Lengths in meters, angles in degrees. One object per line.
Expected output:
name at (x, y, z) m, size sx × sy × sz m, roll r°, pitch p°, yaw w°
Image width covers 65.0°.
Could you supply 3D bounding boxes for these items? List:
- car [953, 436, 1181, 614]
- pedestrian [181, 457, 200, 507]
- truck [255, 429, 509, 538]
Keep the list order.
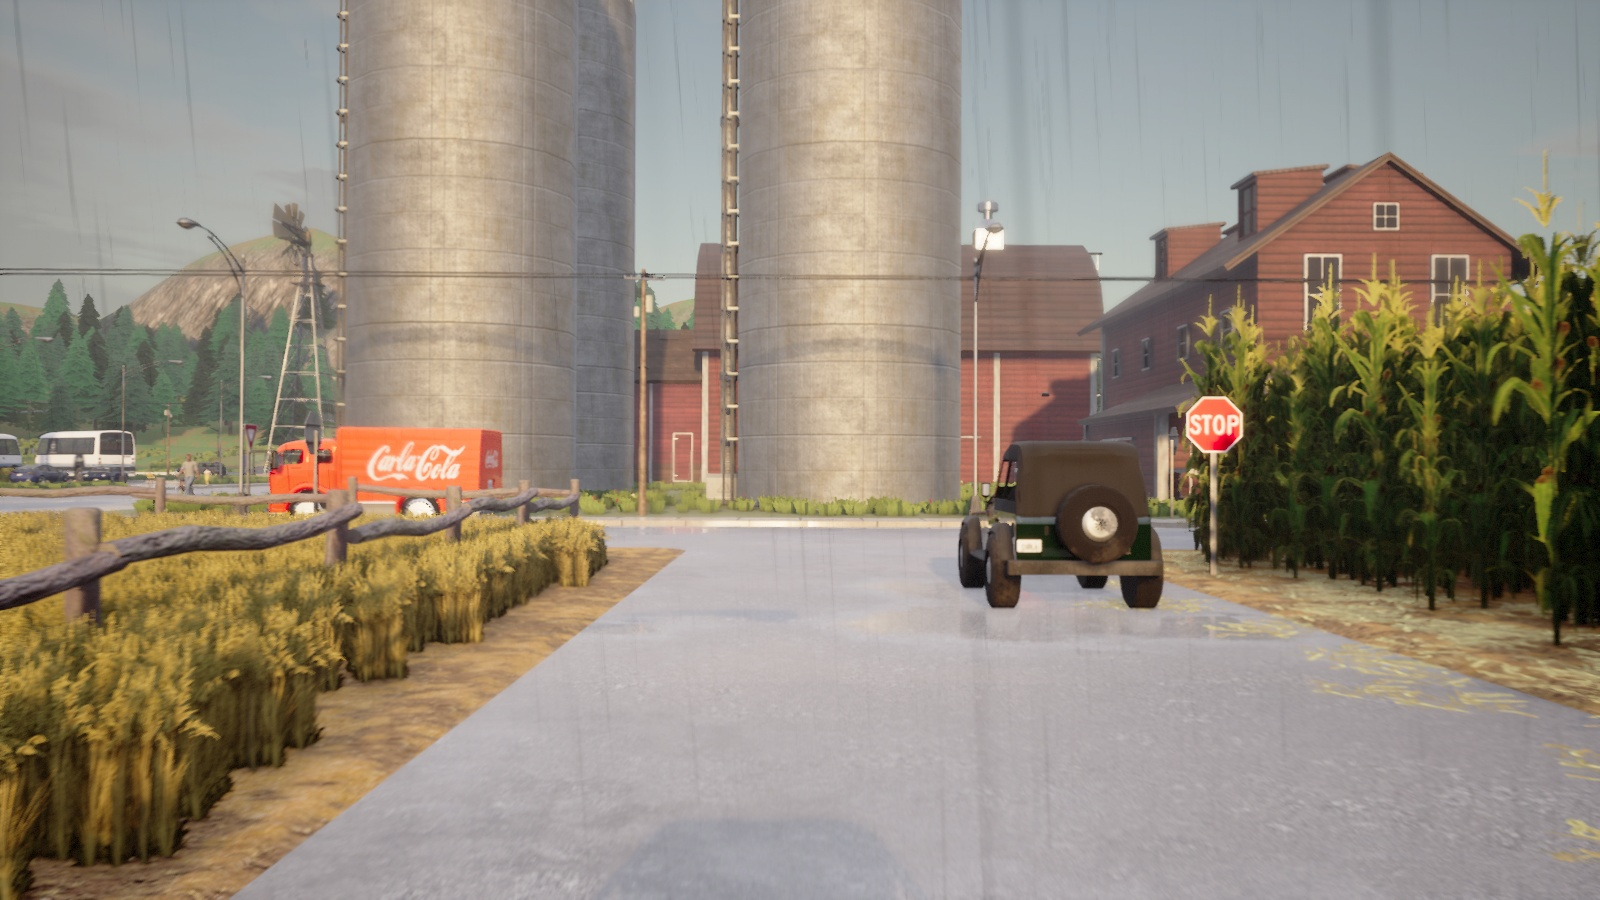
car at (3.063, 0.821, 15.226) m, size 1.905 × 1.878 × 3.866 m, roll 0°, pitch -1°, yaw 0°
pedestrian at (-22.523, 1.186, 46.398) m, size 0.354 × 1.836 × 0.706 m, roll 0°, pitch -1°, yaw 3°
truck at (-9.913, 0.784, 30.139) m, size 5.204 × 2.467 × 2.627 m, roll 0°, pitch -1°, yaw 1°
